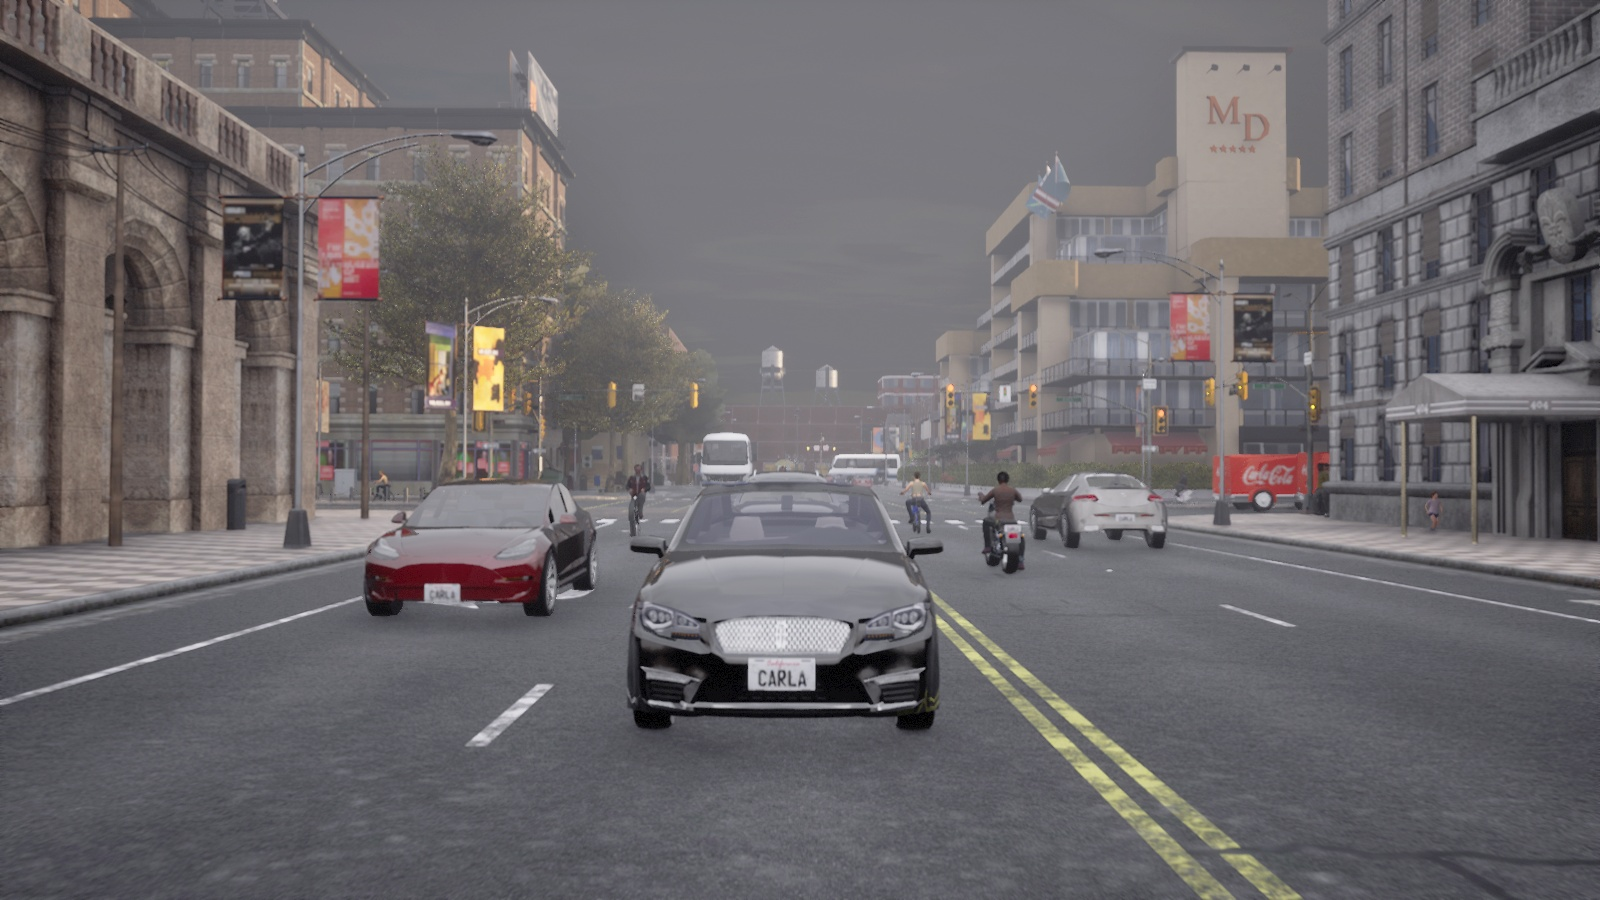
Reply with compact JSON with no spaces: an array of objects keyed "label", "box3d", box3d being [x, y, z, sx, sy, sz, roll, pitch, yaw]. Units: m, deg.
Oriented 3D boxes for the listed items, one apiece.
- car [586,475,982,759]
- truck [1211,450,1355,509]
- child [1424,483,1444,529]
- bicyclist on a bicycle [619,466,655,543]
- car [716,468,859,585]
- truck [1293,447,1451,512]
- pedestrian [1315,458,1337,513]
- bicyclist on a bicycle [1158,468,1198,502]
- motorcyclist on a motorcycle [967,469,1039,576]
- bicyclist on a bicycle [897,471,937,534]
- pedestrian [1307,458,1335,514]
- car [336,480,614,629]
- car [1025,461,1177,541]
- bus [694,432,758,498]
[{"label":"car","box3d":[-0.083,0.948,9.222,2.128,1.511,4.902,0,-1,0]},{"label":"truck","box3d":[20.932,1.281,54.569,5.204,2.467,2.627,-1,-1,-1]},{"label":"child","box3d":[15.681,1.379,31.055,0.255,1.110,0.394,0,-1,-6]},{"label":"bicyclist on a bicycle","box3d":[-3.874,1.270,29.961,0.659,1.776,1.843,0,-1,-1]},{"label":"car","box3d":[-0.213,1.131,20.247,2.033,1.649,4.856,0,-1,-1]},{"label":"truck","box3d":[23.185,1.182,51.105,5.204,2.467,2.627,1,-1,0]},{"label":"pedestrian","box3d":[17.741,1.204,42.375,0.594,1.836,0.345,0,-1,0]},{"label":"bicyclist on a bicycle","box3d":[19.872,1.856,66.021,1.843,1.776,0.659,0,-1,0]},{"label":"motorcyclist on a motorcycle","box3d":[3.290,1.144,20.560,0.766,1.649,2.350,0,-1,-1]},{"label":"bicyclist on a bicycle","box3d":[3.065,1.364,32.975,0.866,1.612,1.509,0,-1,-1]},{"label":"pedestrian","box3d":[17.286,1.193,41.661,0.709,1.840,0.431,0,-1,-13]},{"label":"car","box3d":[-3.662,1.119,15.196,2.163,1.488,4.792,0,-1,-1]},{"label":"car","box3d":[6.657,1.106,28.401,2.152,1.651,5.027,0,-1,-1]},{"label":"bus","box3d":[-4.966,1.093,86.567,3.944,4.253,10.273,0,-1,-1]}]
